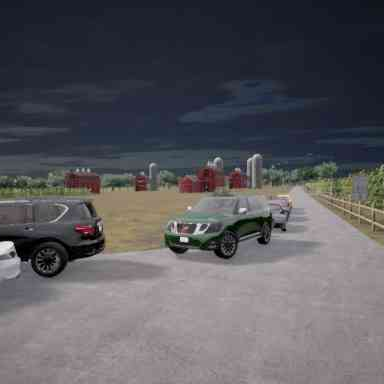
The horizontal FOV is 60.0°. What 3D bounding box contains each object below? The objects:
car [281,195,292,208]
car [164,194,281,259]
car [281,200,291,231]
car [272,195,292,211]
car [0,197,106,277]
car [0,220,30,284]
[{"bbox_3d":[6.248,1.235,24.741,1.882,1.535,5.008,0,0,18],"label":"car"},{"bbox_3d":[1.289,1.108,12.679,2.150,2.045,5.566,0,0,34],"label":"car"},{"bbox_3d":[4.401,1.380,19.005,1.994,1.385,4.181,0,0,17],"label":"car"},{"bbox_3d":[9.976,1.110,36.492,1.882,1.535,5.008,0,0,18],"label":"car"},{"bbox_3d":[-5.372,1.227,9.601,5.566,2.045,2.150,-1,1,-4],"label":"car"},{"bbox_3d":[-6.058,1.612,6.639,4.674,1.442,1.812,-2,2,-37],"label":"car"}]
